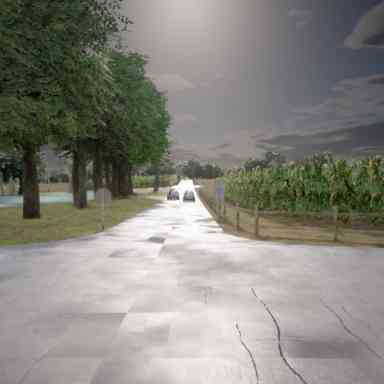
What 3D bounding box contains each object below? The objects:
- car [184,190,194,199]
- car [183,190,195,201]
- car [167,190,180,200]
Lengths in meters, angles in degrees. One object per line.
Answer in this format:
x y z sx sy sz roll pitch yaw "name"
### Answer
-0.581 0.390 64.677 1.882 1.535 5.008 0 2 -1 "car"
-0.491 0.788 54.682 1.994 1.385 4.181 0 2 -1 "car"
-3.279 0.455 58.853 2.097 1.767 4.553 0 2 -1 "car"
